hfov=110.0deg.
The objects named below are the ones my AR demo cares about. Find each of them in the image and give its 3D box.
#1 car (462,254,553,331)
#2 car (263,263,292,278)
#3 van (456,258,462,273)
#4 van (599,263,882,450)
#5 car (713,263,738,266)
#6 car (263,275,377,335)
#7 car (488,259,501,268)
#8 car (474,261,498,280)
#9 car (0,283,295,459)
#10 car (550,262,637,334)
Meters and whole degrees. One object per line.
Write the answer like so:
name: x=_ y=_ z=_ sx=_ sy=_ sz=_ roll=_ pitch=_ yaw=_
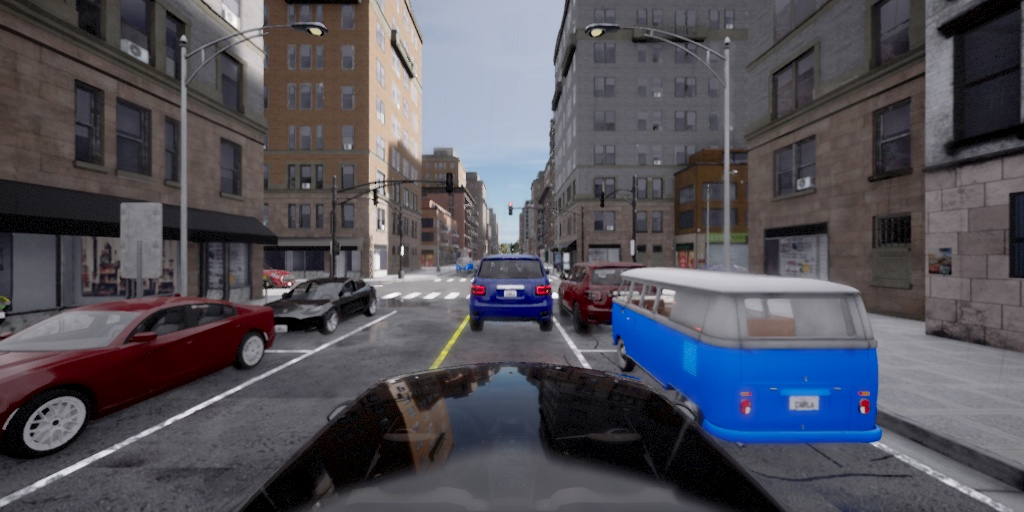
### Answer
car: x=0.018 y=0.974 z=11.089 sx=2.150 sy=2.045 sz=5.566 roll=0 pitch=0 yaw=1
car: x=-16.124 y=1.170 z=22.375 sx=4.553 sy=1.767 sz=2.097 roll=0 pitch=0 yaw=0
van: x=-5.612 y=1.097 z=42.514 sx=1.690 sy=1.789 sz=3.998 roll=0 pitch=0 yaw=0
van: x=2.627 y=1.092 z=5.081 sx=1.690 sy=1.789 sz=3.998 roll=0 pitch=0 yaw=0
car: x=14.639 y=1.231 z=25.530 sx=5.357 sy=1.411 sz=2.033 roll=0 pitch=0 yaw=0
car: x=-5.427 y=1.318 z=10.550 sx=1.948 sy=1.339 sz=4.313 roll=0 pitch=0 yaw=0
car: x=-3.121 y=1.322 z=64.480 sx=1.994 sy=1.385 sz=4.181 roll=0 pitch=0 yaw=0
car: x=-2.434 y=1.260 z=32.470 sx=1.837 sy=1.490 sz=4.892 roll=0 pitch=0 yaw=-9
car: x=-5.398 y=1.296 z=5.040 sx=1.888 sy=1.381 sz=4.507 roll=0 pitch=0 yaw=0
car: x=2.598 y=1.067 z=10.593 sx=2.192 sy=1.841 sz=5.009 roll=0 pitch=0 yaw=0
